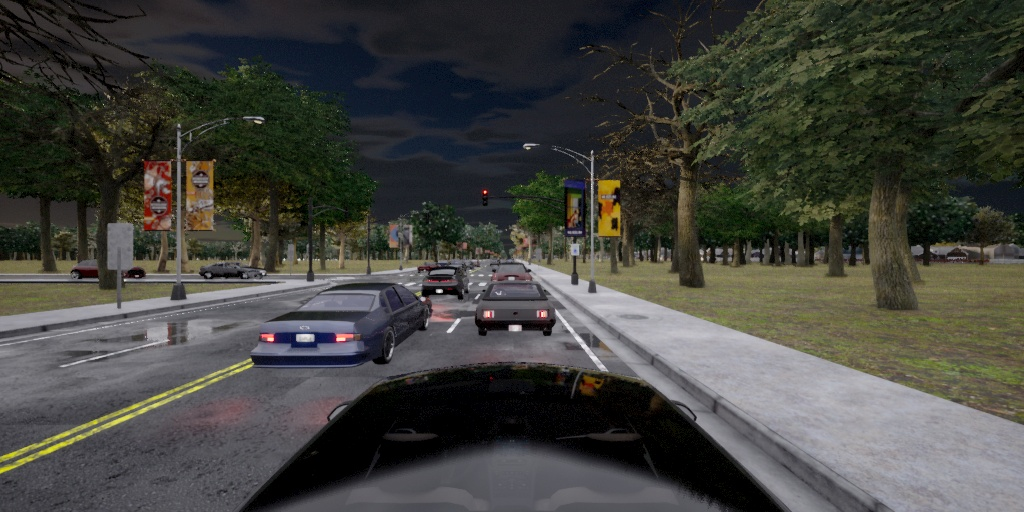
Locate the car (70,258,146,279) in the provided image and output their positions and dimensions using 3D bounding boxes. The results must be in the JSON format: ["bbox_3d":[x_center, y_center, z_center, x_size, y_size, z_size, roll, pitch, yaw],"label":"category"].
[{"bbox_3d":[-33.320,1.073,29.703,4.553,1.767,2.097,0,0,0],"label":"car"}]

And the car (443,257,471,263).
[{"bbox_3d":[-6.788,1.258,44.875,2.128,1.511,4.902,0,0,0],"label":"car"}]

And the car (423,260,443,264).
[{"bbox_3d":[-10.033,1.366,43.385,1.895,1.301,4.718,0,0,0],"label":"car"}]

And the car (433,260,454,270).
[{"bbox_3d":[-10.074,1.321,53.038,2.033,1.411,5.357,0,0,0],"label":"car"}]

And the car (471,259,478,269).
[{"bbox_3d":[-6.827,1.266,54.211,2.128,1.511,4.902,0,0,0],"label":"car"}]

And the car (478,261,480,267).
[{"bbox_3d":[-6.840,1.312,64.446,1.812,1.442,4.674,0,0,0],"label":"car"}]

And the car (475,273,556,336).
[{"bbox_3d":[0.068,1.352,10.360,1.895,1.301,4.718,0,0,0],"label":"car"}]

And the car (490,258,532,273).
[{"bbox_3d":[-0.013,1.106,19.345,2.097,1.767,4.553,0,0,0],"label":"car"}]

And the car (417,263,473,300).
[{"bbox_3d":[-3.197,1.258,17.820,1.837,1.490,4.892,0,0,-2],"label":"car"}]

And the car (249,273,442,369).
[{"bbox_3d":[-3.172,1.298,7.986,2.033,1.411,5.357,0,0,0],"label":"car"}]

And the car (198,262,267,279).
[{"bbox_3d":[-23.064,1.225,29.743,4.902,1.511,2.128,0,0,0],"label":"car"}]
